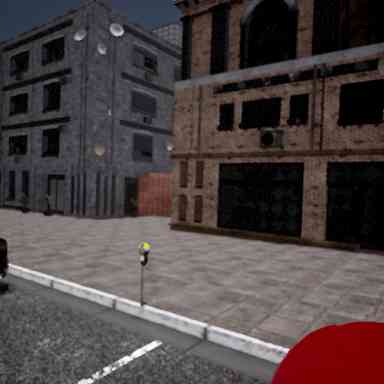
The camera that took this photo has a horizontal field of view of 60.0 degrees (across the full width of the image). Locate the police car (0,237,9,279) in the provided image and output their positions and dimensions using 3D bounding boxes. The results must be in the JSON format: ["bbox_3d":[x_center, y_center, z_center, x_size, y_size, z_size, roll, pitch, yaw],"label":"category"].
[{"bbox_3d":[-6.279,1.188,7.761,5.238,1.638,1.930,2,1,36],"label":"police car"}]

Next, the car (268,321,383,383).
[{"bbox_3d":[2.592,1.356,0.957,5.009,1.841,2.192,2,2,36],"label":"car"}]
